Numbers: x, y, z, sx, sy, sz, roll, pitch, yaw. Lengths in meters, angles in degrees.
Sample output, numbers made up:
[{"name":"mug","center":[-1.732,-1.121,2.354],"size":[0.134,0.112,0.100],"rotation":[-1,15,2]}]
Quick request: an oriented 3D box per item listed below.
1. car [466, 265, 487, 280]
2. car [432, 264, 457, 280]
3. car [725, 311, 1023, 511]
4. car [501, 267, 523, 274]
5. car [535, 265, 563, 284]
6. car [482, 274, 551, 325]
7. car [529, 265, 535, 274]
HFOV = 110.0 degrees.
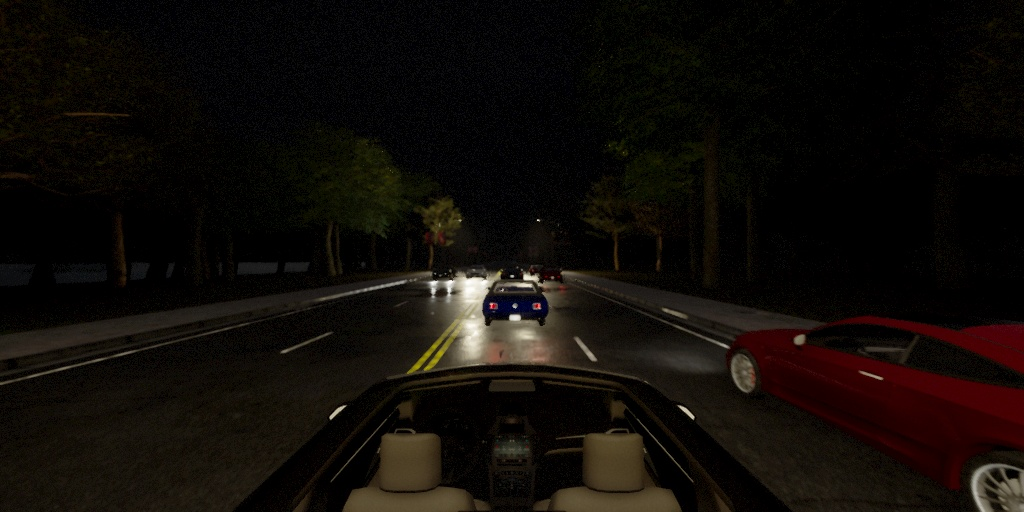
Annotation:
[{"name":"car","center":[-3.470,1.626,35.816],"size":[1.812,1.442,4.674],"rotation":[0,-1,0]},{"name":"car","center":[-6.720,1.608,36.004],"size":[1.837,1.490,4.892],"rotation":[0,-1,0]},{"name":"car","center":[4.224,1.294,3.634],"size":[1.812,1.442,4.674],"rotation":[0,-1,0]},{"name":"car","center":[0.008,1.606,30.682],"size":[1.994,1.385,4.181],"rotation":[0,-1,0]},{"name":"car","center":[3.230,1.570,30.837],"size":[1.812,1.442,4.674],"rotation":[0,-1,0]},{"name":"car","center":[0.084,1.451,12.211],"size":[1.895,1.301,4.718],"rotation":[0,-1,0]},{"name":"car","center":[3.112,1.809,44.833],"size":[1.895,1.301,4.718],"rotation":[0,-1,0]}]
